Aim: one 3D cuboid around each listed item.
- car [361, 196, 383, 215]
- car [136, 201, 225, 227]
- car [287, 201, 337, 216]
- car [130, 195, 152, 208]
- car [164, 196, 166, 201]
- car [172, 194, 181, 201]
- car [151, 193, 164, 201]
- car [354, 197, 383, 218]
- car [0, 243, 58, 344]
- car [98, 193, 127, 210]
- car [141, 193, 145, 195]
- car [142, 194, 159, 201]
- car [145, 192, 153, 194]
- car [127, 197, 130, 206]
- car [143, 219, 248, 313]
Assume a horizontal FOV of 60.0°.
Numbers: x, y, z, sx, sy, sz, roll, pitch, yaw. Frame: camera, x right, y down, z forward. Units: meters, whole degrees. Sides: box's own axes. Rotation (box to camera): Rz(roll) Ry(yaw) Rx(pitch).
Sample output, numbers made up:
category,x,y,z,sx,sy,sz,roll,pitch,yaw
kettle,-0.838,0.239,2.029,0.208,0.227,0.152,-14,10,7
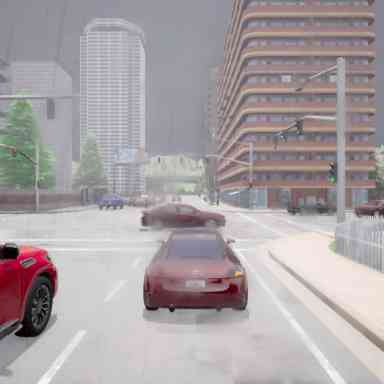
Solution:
category,x,y,z,sx,sy,sz,roll,pitch,yaw
car,19.834,1.297,34.194,4.553,1.767,2.097,0,0,-27
car,-0.541,1.464,19.696,5.008,1.535,1.882,0,0,-1
car,11.395,1.545,31.343,4.718,1.301,1.895,0,0,-12
car,-7.124,1.526,46.905,1.812,1.442,4.674,0,0,-2
car,-7.069,1.499,76.463,1.837,1.490,4.892,0,0,0
car,-3.570,1.355,77.687,2.097,1.767,4.553,0,0,0
car,-7.093,1.526,66.025,1.812,1.442,4.674,0,0,0
car,16.552,1.422,29.075,5.008,1.535,1.882,0,0,-20
car,-3.434,1.221,3.496,2.150,2.045,5.566,0,0,0
car,-10.615,1.221,44.048,2.150,2.045,5.566,0,0,2
car,-10.602,1.505,64.235,1.837,1.490,4.892,0,0,0
car,-7.138,1.526,55.762,1.812,1.442,4.674,0,0,0
car,-10.567,1.225,74.763,2.150,2.045,5.566,0,0,0
car,-10.638,1.526,53.803,1.812,1.442,4.674,0,0,0
car,0.086,1.564,7.775,1.994,1.385,4.181,0,0,1
